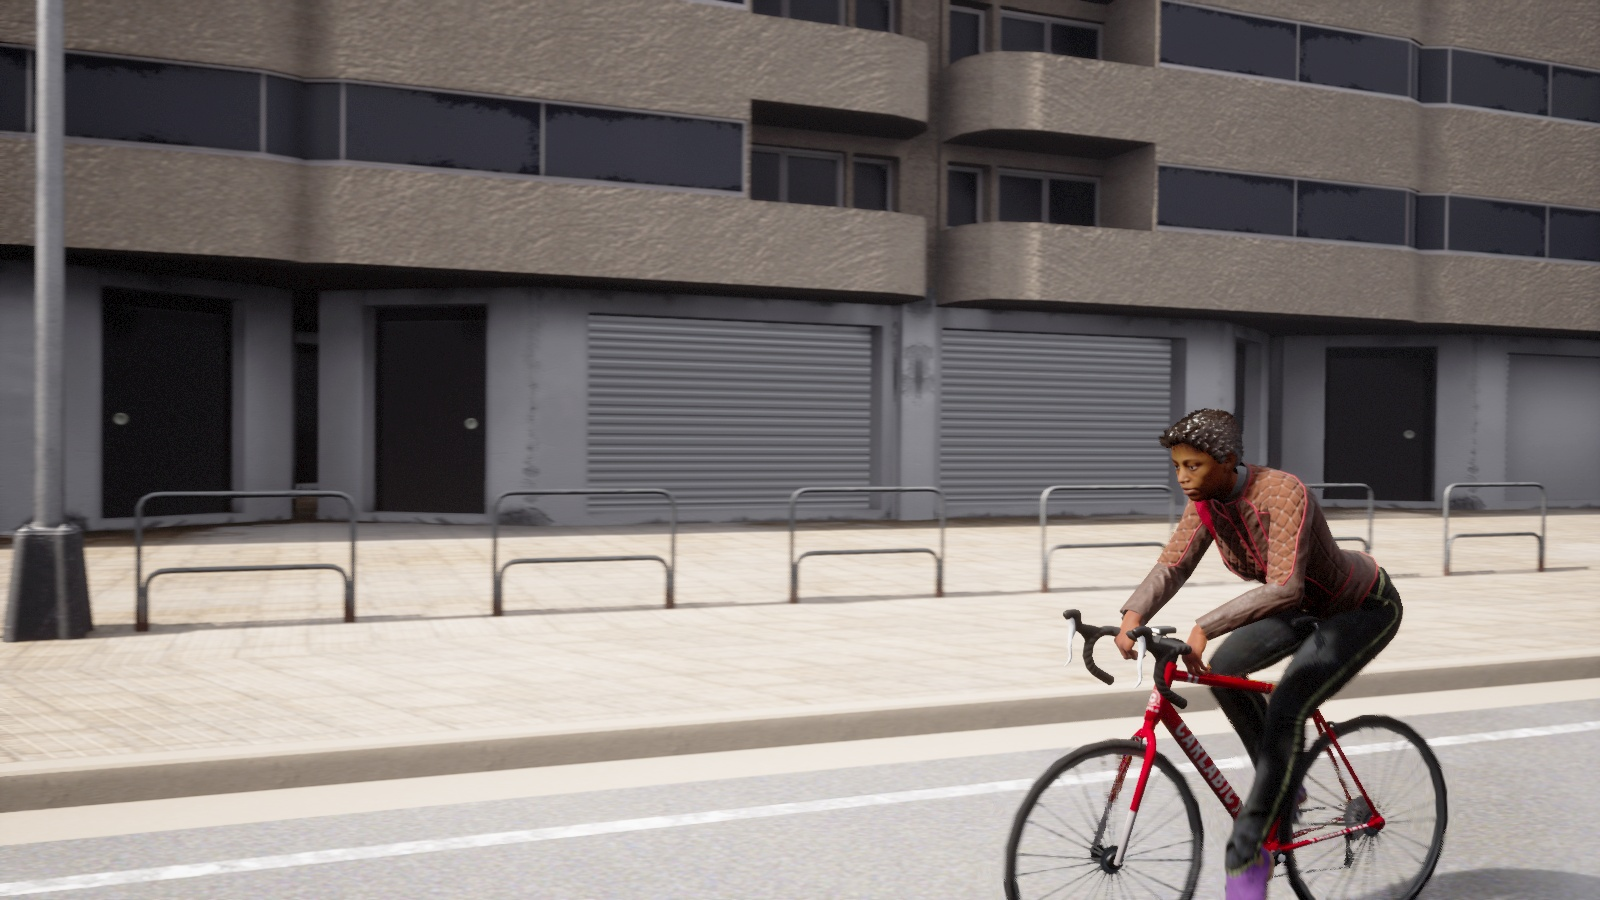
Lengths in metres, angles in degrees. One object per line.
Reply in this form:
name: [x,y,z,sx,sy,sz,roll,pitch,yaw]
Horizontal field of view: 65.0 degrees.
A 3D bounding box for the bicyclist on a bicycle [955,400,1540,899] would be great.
bicyclist on a bicycle: [1.348,0.675,3.759,1.656,1.620,0.582,-1,1,-21]
